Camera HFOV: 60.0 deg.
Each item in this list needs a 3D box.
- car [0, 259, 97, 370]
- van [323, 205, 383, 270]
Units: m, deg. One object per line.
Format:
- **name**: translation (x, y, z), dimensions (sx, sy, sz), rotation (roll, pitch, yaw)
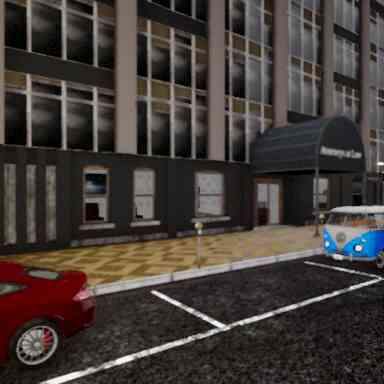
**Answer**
- **car**: translation (-3.352, 1.582, 4.169), dimensions (4.206, 1.307, 1.802), rotation (0, 0, -36)
- **van**: translation (5.913, 1.343, 10.784), dimensions (3.998, 1.788, 1.690), rotation (0, 0, -36)
